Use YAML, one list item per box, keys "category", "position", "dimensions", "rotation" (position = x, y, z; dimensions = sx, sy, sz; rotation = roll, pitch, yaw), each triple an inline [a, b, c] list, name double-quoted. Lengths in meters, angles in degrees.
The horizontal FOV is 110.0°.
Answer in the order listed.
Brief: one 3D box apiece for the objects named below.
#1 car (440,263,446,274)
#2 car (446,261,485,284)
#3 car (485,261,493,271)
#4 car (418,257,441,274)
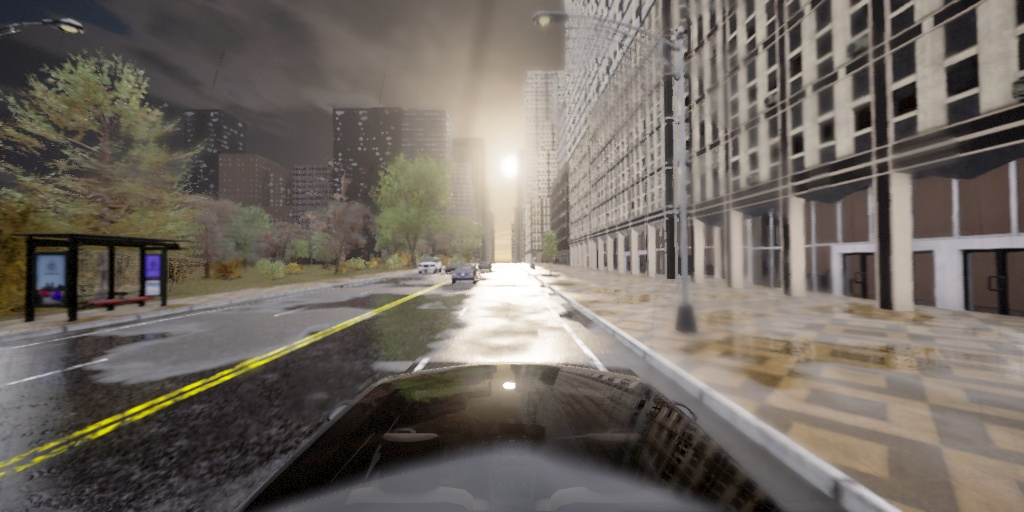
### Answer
- category: "car"
  position: [-7.187, 1.481, 45.072]
  dimensions: [2.033, 1.411, 5.357]
  rotation: [-1, 0, -1]
- category: "car"
  position: [-3.548, 1.378, 28.120]
  dimensions: [2.033, 1.411, 5.357]
  rotation: [-1, 0, -1]
- category: "car"
  position: [-3.962, 1.436, 53.480]
  dimensions: [2.128, 1.511, 4.902]
  rotation: [-1, 0, -1]
- category: "car"
  position: [-10.448, 1.179, 46.149]
  dimensions: [2.150, 2.045, 5.566]
  rotation: [-1, 0, -1]
